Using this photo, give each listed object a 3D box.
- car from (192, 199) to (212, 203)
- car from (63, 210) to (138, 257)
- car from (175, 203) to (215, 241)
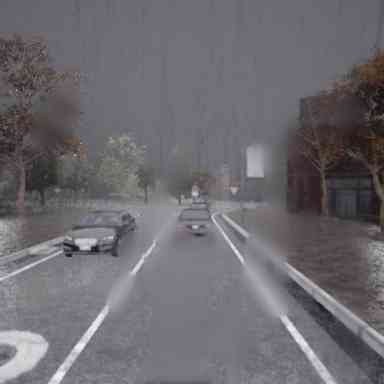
[{"bbox_3d":[0.917,1.403,33.280,2.128,1.511,4.902,0,0,8],"label":"car"},{"bbox_3d":[-3.300,1.459,12.788,2.128,1.511,4.902,0,0,1],"label":"car"},{"bbox_3d":[0.138,1.506,16.453,2.033,1.411,5.357,0,0,0],"label":"car"}]
